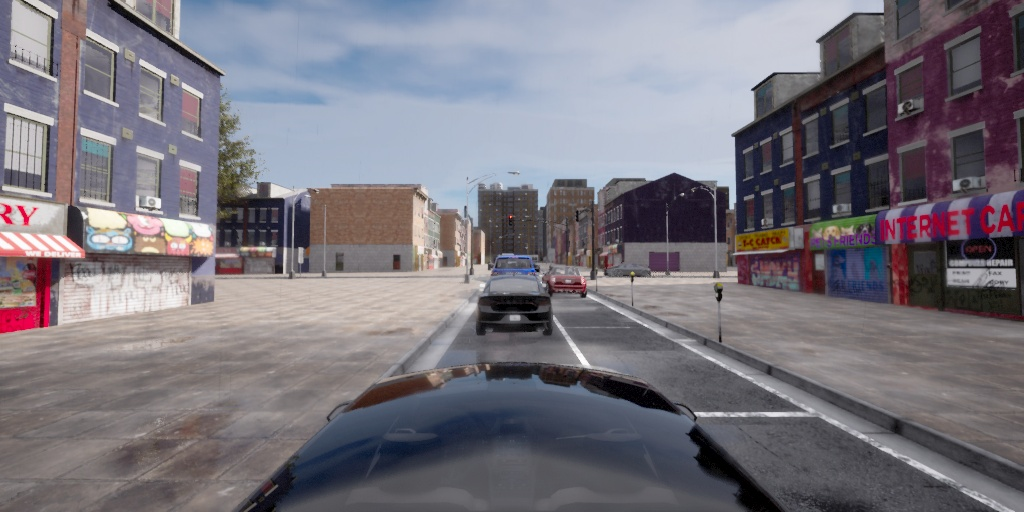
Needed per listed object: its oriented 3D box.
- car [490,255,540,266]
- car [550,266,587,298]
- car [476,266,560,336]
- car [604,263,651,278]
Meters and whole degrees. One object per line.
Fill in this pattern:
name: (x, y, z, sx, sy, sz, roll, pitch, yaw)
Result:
car: (0.069, 0.991, 18.068, 2.150, 2.045, 5.566, 0, 0, 0)
car: (2.616, 1.210, 18.755, 1.967, 1.591, 4.097, 0, 0, 0)
car: (0.036, 1.235, 10.492, 1.882, 1.535, 5.008, 0, 0, -1)
car: (10.762, 1.388, 33.620, 4.181, 1.385, 1.994, 0, -2, 0)
